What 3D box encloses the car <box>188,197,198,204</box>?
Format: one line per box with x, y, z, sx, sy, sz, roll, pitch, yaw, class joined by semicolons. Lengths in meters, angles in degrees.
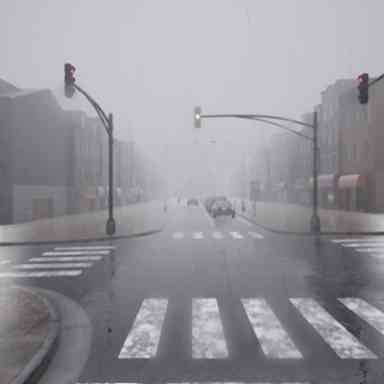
0.212;1.673;65.362;1.994;1.385;4.181;0;0;0;car

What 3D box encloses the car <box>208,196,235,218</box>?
2.726;1.459;29.876;1.967;1.590;4.097;-1;0;0;car

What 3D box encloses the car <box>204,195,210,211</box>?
2.742;1.343;35.278;2.192;1.841;5.009;-1;0;0;car

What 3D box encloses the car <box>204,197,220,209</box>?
2.778;1.492;46.083;1.967;1.590;4.097;-1;0;0;car

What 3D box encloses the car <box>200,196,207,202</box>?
2.902;1.762;83.899;1.802;1.307;4.206;-1;0;0;car

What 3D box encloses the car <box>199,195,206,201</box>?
2.935;1.668;94.705;1.967;1.590;4.097;-1;0;0;car

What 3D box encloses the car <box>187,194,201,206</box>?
0.178;1.581;54.941;1.837;1.490;4.892;0;0;0;car

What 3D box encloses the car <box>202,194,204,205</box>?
2.760;1.355;40.681;2.192;1.841;5.009;-1;0;0;car
